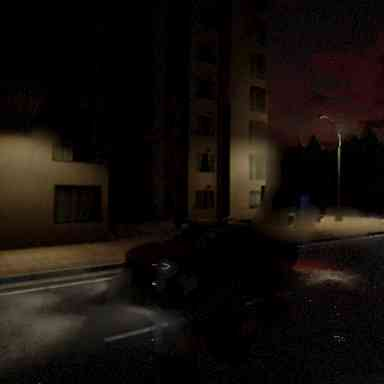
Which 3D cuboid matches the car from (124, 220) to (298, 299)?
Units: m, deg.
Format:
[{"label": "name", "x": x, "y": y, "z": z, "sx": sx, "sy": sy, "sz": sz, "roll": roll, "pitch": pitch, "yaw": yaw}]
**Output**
[{"label": "car", "x": 0.686, "y": 1.538, "z": 8.775, "sx": 5.008, "sy": 1.535, "sz": 1.882, "roll": 1, "pitch": 0, "yaw": -35}]
